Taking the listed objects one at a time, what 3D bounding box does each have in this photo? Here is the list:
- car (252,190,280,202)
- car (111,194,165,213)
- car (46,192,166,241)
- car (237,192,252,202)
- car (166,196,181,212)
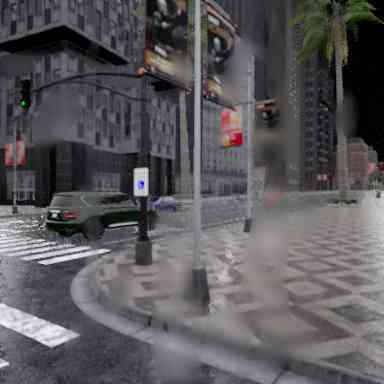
[{"bbox_3d":[10.933,0.503,47.879,2.097,1.767,4.553,0,1,36],"label":"car"},{"bbox_3d":[-4.928,1.019,31.119,2.128,1.511,4.902,0,1,35],"label":"car"},{"bbox_3d":[-3.990,0.993,15.684,2.150,2.045,5.566,0,1,36],"label":"car"},{"bbox_3d":[8.405,0.664,49.930,1.812,1.442,4.674,0,1,36],"label":"car"},{"bbox_3d":[-2.739,1.078,28.555,1.812,1.442,4.674,0,1,35],"label":"car"}]
